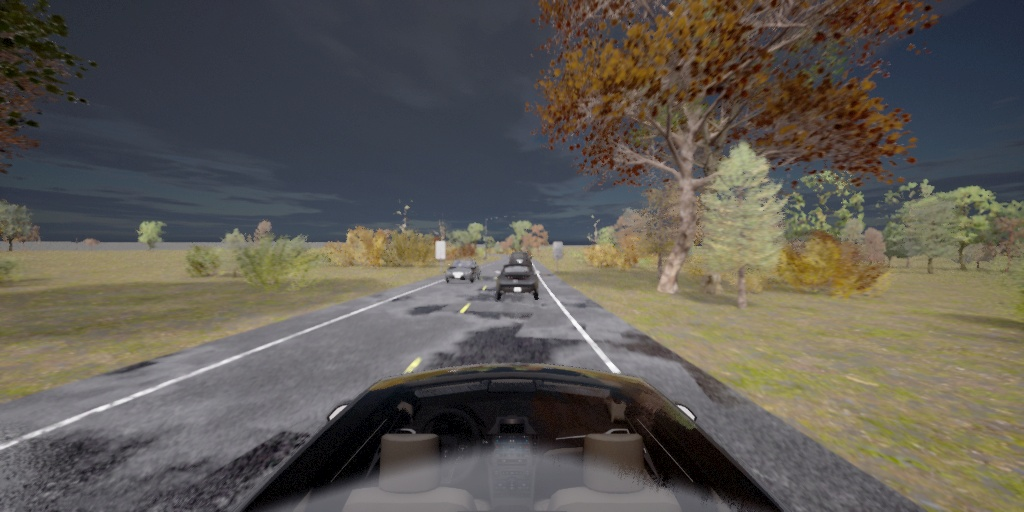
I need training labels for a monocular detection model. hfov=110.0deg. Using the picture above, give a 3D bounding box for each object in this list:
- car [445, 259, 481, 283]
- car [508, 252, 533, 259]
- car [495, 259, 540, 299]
[{"bbox_3d":[-3.252,0.983,24.405,2.128,1.511,4.902,0,1,2],"label":"car"},{"bbox_3d":[0.813,0.607,35.219,2.150,2.045,5.566,0,1,2],"label":"car"},{"bbox_3d":[0.263,1.086,16.937,1.837,1.490,4.892,0,1,1],"label":"car"}]
